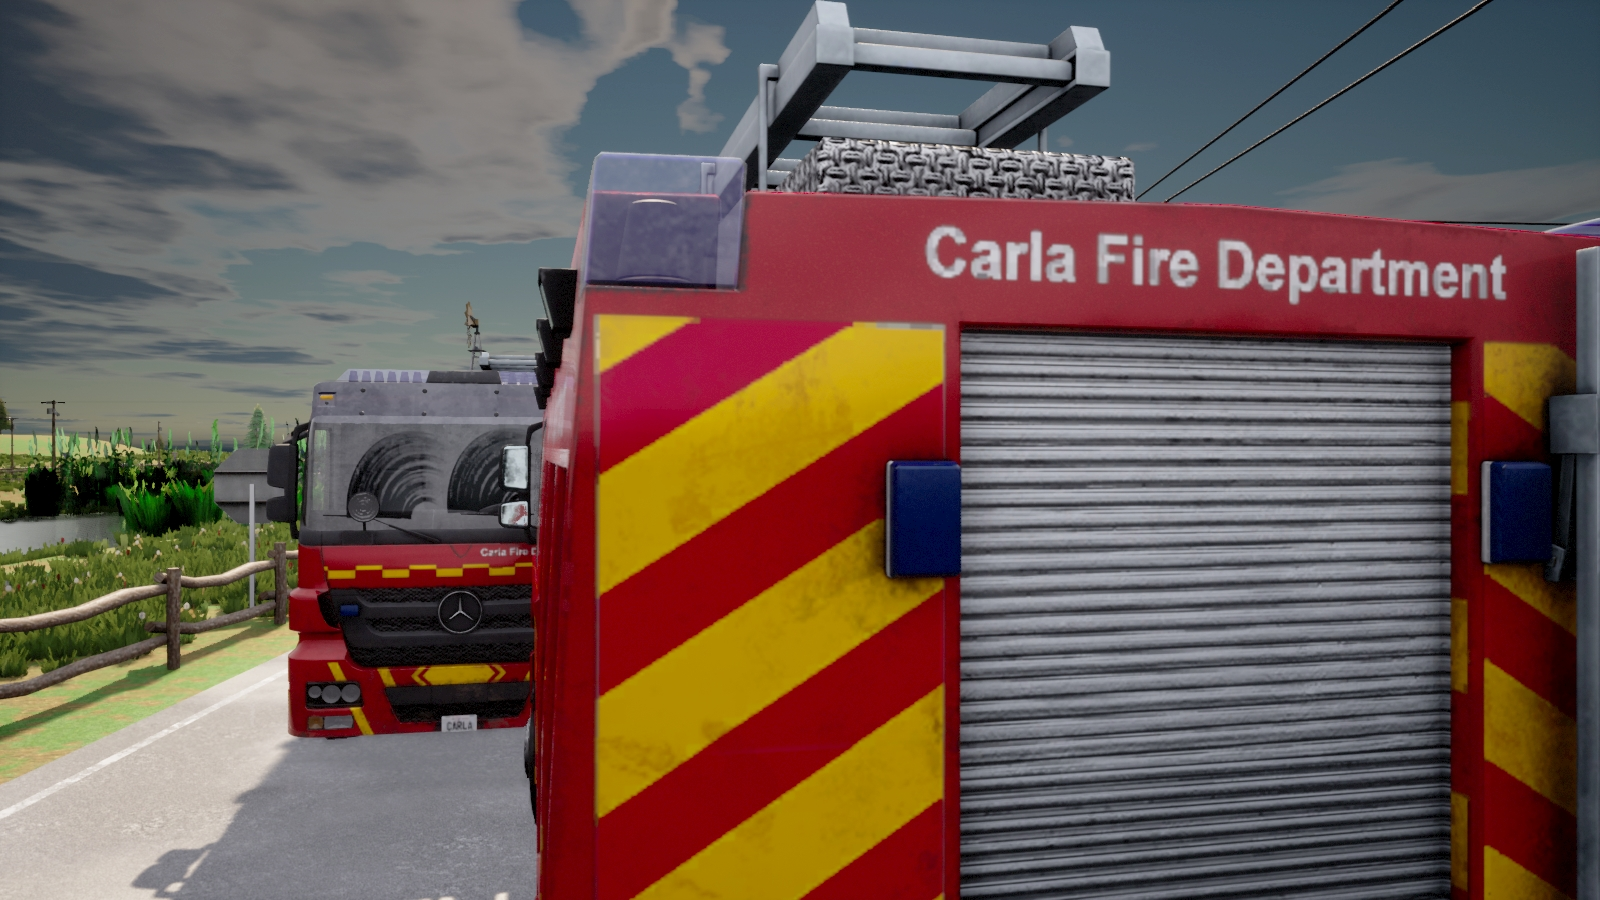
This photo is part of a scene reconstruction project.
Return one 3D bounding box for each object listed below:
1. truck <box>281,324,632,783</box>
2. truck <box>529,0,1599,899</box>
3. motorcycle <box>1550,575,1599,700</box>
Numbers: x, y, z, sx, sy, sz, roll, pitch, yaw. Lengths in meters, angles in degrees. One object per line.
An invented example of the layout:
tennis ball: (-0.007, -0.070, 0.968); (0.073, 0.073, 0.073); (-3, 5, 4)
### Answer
truck: (-3.884, 0.862, 13.978); (2.891, 3.827, 8.468); (0, 0, -13)
truck: (-0.138, 0.866, 6.874); (2.891, 3.827, 8.468); (0, 0, -13)
motorcycle: (9.817, 2.142, 13.186); (1.805, 1.316, 0.856); (0, 0, -7)
